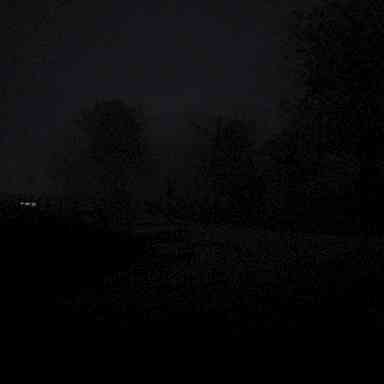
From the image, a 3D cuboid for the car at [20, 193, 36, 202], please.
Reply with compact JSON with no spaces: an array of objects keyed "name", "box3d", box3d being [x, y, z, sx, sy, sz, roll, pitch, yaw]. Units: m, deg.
[{"name":"car","box3d":[-25.517,0.828,51.360,2.033,1.411,5.357,0,1,-36]}]
